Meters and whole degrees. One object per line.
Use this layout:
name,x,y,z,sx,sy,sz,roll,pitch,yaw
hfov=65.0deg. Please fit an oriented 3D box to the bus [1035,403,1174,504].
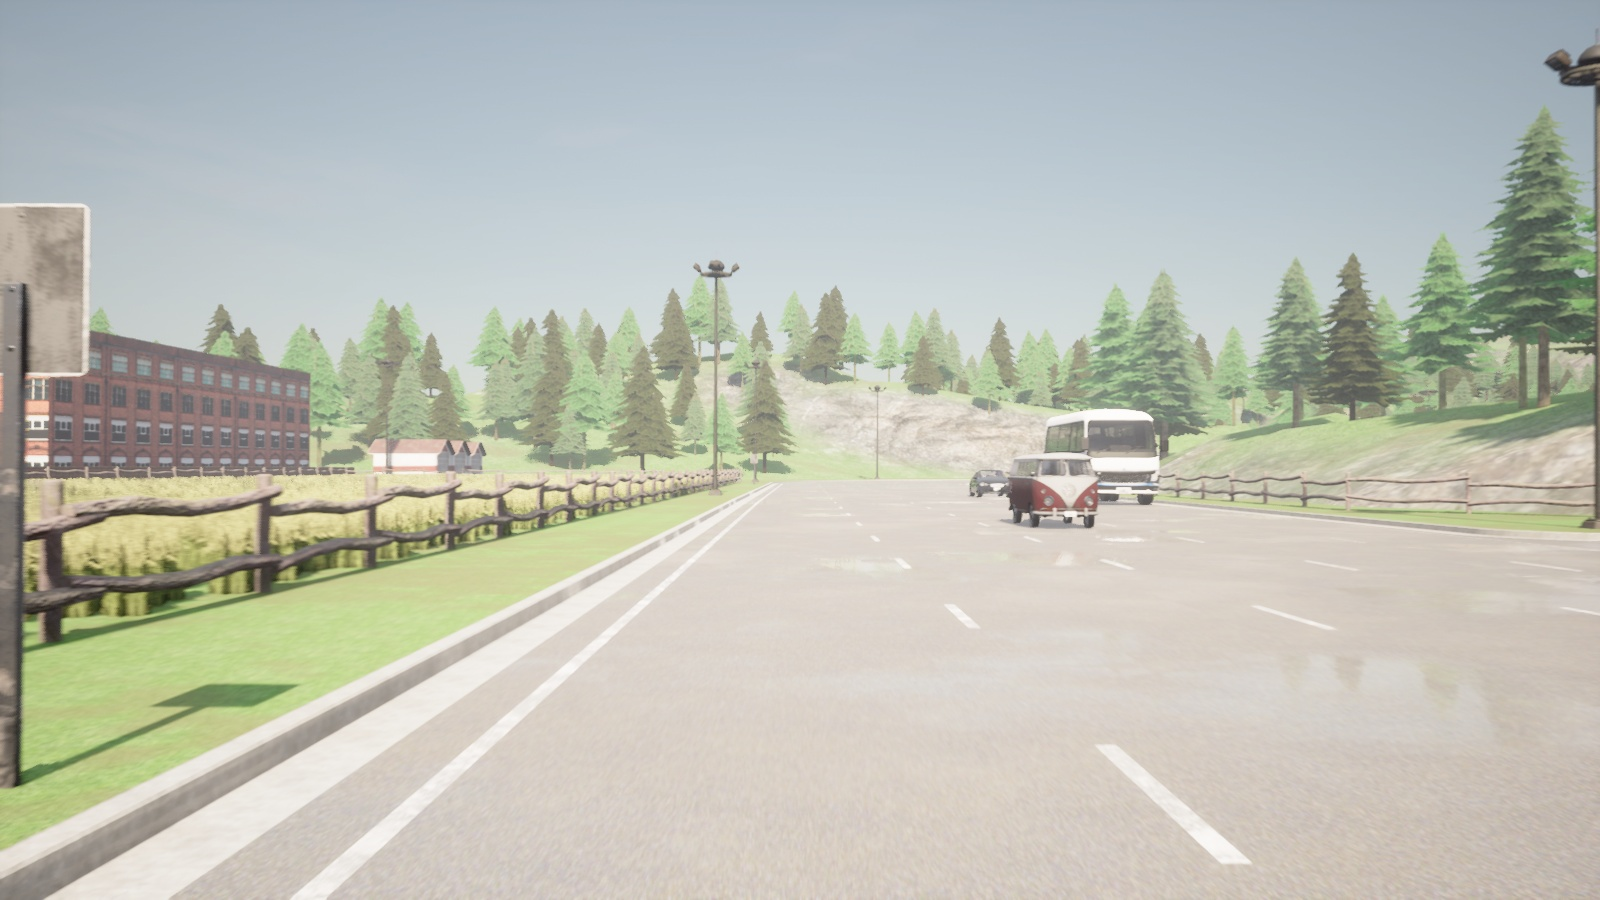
bus,13.864,0.230,58.287,3.944,4.253,10.273,0,-1,0

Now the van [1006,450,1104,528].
van,6.916,1.040,34.516,1.775,1.987,4.442,0,-1,0

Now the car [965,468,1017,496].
car,10.393,1.727,68.666,2.128,1.511,4.902,0,-1,0
